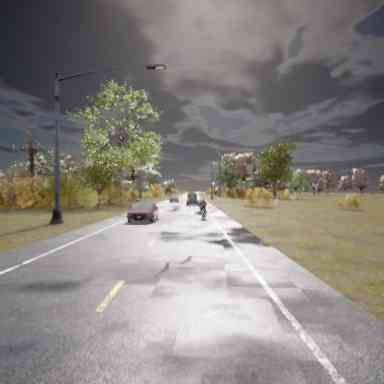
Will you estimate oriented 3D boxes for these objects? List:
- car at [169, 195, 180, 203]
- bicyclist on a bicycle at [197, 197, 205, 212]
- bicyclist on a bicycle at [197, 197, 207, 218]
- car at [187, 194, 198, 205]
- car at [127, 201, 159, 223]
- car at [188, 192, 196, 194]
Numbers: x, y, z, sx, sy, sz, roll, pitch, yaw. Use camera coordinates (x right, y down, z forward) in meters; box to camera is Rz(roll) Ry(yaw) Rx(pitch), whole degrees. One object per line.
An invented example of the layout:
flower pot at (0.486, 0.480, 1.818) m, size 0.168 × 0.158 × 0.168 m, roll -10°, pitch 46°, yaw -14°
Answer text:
car at (-3.491, 1.366, 66.640) m, size 1.812 × 1.442 × 4.674 m, roll 0°, pitch 0°, yaw 0°
bicyclist on a bicycle at (0.989, 1.363, 37.462) m, size 0.866 × 1.612 × 1.509 m, roll 0°, pitch 0°, yaw 0°
bicyclist on a bicycle at (0.969, 1.402, 27.604) m, size 0.582 × 1.620 × 1.656 m, roll 0°, pitch -1°, yaw 0°
car at (0.085, 1.485, 54.000) m, size 1.895 × 1.301 × 4.718 m, roll 0°, pitch 0°, yaw 0°
car at (-3.591, 1.432, 25.043) m, size 1.882 × 1.535 × 5.008 m, roll 0°, pitch 0°, yaw 0°
car at (0.019, 1.052, 74.515) m, size 2.150 × 2.045 × 5.566 m, roll 0°, pitch 0°, yaw 0°
